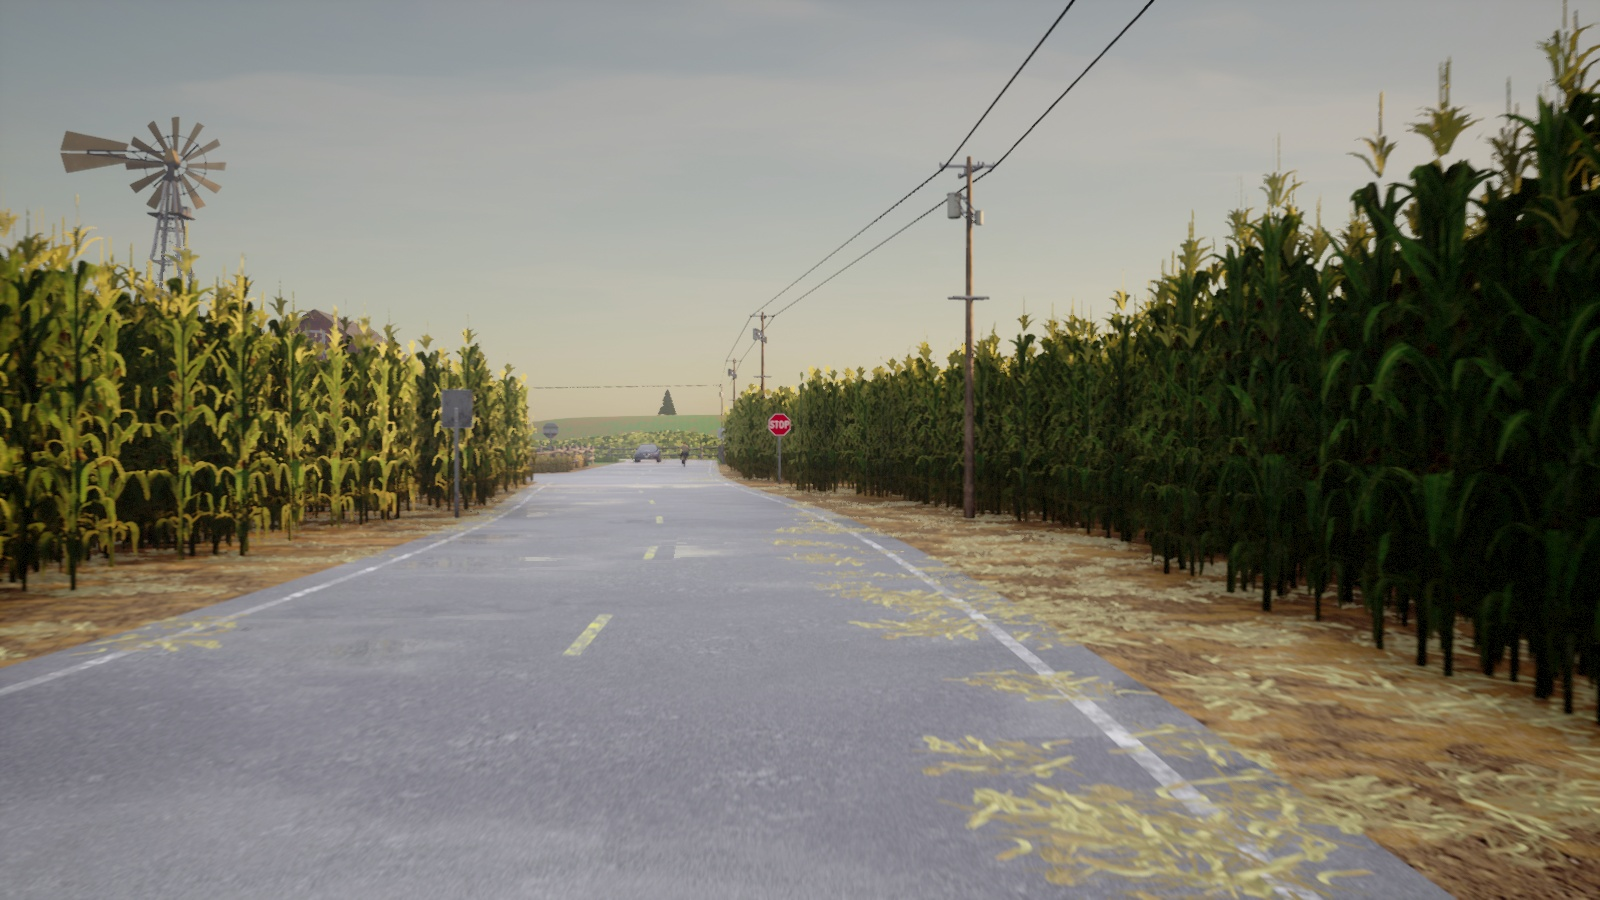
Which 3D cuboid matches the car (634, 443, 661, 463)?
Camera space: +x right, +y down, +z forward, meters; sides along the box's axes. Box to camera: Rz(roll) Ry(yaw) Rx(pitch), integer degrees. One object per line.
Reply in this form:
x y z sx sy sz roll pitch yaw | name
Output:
-11.605 0.223 95.845 1.812 1.442 4.674 0 0 -4 | car
